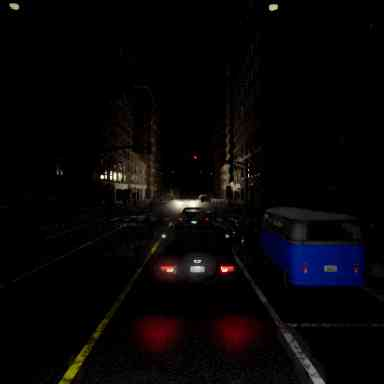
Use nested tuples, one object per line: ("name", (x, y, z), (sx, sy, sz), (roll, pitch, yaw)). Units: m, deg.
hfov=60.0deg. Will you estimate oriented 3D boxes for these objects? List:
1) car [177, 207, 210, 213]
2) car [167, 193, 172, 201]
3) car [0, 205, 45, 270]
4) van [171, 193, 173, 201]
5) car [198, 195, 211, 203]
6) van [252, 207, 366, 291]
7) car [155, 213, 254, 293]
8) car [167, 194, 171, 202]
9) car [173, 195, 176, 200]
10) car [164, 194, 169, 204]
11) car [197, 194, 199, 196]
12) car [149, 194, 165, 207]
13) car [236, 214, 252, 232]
("car", (0.101, 1.557, 19.287), (1.994, 1.385, 4.181), (0, 0, 0))
("car", (-5.669, 1.508, 68.699), (1.887, 1.381, 4.507), (0, 0, 0))
("car", (-5.670, 1.313, 8.657), (2.192, 1.841, 5.009), (0, 0, 0))
("van", (-5.670, 1.305, 74.149), (1.690, 1.788, 3.998), (0, 0, 0))
("car", (2.855, 1.404, 68.734), (1.967, 1.590, 4.097), (0, 0, 0))
("van", (2.855, 1.339, 8.697), (1.690, 1.788, 3.998), (0, 0, 0))
("car", (0.101, 1.546, 8.968), (2.033, 1.411, 5.357), (0, 0, 0))
("car", (-5.669, 1.509, 63.248), (1.887, 1.381, 4.507), (0, 0, 0))
("car", (-5.669, 1.516, 79.600), (2.008, 1.369, 4.403), (0, 0, 0))
("car", (-5.669, 1.516, 57.797), (2.008, 1.369, 4.403), (0, 0, 0))
("car", (2.856, 1.516, 79.632), (2.008, 1.369, 4.403), (0, 0, 0))
("car", (-5.669, 1.493, 52.176), (1.752, 1.417, 4.829), (0, 0, 0))
("car", (2.856, 1.562, 14.358), (1.947, 1.339, 4.313), (0, 0, 0))
